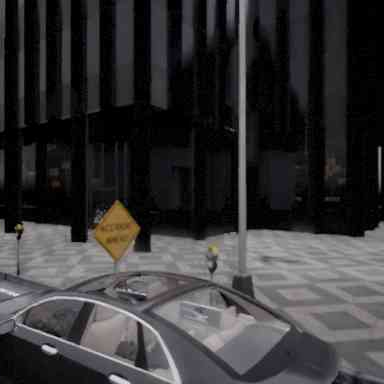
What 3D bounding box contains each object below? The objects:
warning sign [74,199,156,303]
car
[{"bbox_3d":[-1.572,1.102,6.915,1.060,1.860,1.300,0,0,36],"label":"warning sign"},{"bbox_3d":[-0.754,1.545,3.503,4.403,1.369,2.008,0,0,36],"label":"car"}]
